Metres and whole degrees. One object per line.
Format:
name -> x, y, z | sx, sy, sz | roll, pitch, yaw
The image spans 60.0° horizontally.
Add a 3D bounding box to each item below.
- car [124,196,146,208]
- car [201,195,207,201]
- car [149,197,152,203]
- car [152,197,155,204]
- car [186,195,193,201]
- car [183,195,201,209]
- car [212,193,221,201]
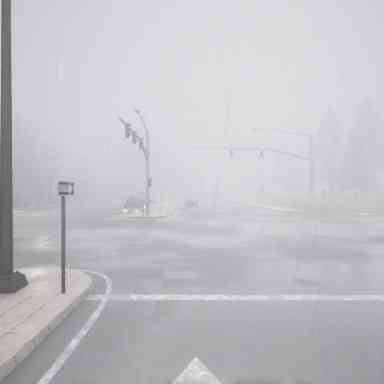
car -> -8.220, 1.352, 46.712 | 2.097, 1.767, 4.553 | 0, 0, -1
car -> 2.807, 1.524, 85.860 | 1.812, 1.442, 4.674 | 0, 0, -1
car -> -8.340, 1.505, 55.746 | 1.837, 1.490, 4.892 | 0, 0, -1
car -> -8.430, 1.601, 65.690 | 1.895, 1.301, 4.718 | 0, 0, 0
car -> -0.693, 1.500, 85.801 | 1.837, 1.490, 4.892 | 0, 0, -1
car -> -0.094, 1.526, 44.757 | 1.812, 1.442, 4.674 | 0, 0, -1
car -> 6.307, 1.225, 85.865 | 2.150, 2.045, 5.566 | 0, 0, -1
